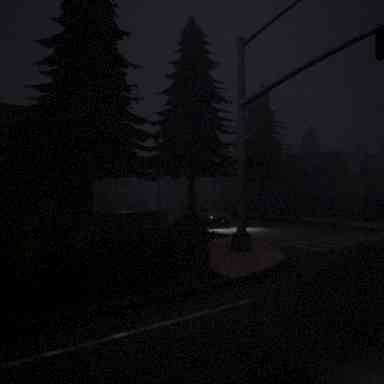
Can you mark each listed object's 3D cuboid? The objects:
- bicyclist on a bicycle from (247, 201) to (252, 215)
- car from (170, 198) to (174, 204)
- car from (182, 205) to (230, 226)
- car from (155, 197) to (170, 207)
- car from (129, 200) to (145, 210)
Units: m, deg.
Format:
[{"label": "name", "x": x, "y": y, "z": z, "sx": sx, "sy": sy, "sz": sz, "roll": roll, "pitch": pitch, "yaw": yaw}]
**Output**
[{"label": "bicyclist on a bicycle", "x": 5.092, "y": 1.440, "z": 31.622, "sx": 1.656, "sy": 1.620, "sz": 0.582, "roll": 0, "pitch": 0, "yaw": -29}, {"label": "car", "x": -4.899, "y": 1.695, "z": 65.065, "sx": 1.994, "sy": 1.385, "sz": 4.181, "roll": 0, "pitch": 0, "yaw": 9}, {"label": "car", "x": 0.901, "y": 1.672, "z": 24.489, "sx": 1.812, "sy": 1.442, "sz": 4.674, "roll": 0, "pitch": 0, "yaw": -31}, {"label": "car", "x": -5.093, "y": 1.683, "z": 54.628, "sx": 2.033, "sy": 1.411, "sz": 5.357, "roll": 0, "pitch": 0, "yaw": -3}, {"label": "car", "x": -7.421, "y": 1.743, "z": 44.655, "sx": 1.895, "sy": 1.301, "sz": 4.718, "roll": 0, "pitch": 0, "yaw": -11}]
